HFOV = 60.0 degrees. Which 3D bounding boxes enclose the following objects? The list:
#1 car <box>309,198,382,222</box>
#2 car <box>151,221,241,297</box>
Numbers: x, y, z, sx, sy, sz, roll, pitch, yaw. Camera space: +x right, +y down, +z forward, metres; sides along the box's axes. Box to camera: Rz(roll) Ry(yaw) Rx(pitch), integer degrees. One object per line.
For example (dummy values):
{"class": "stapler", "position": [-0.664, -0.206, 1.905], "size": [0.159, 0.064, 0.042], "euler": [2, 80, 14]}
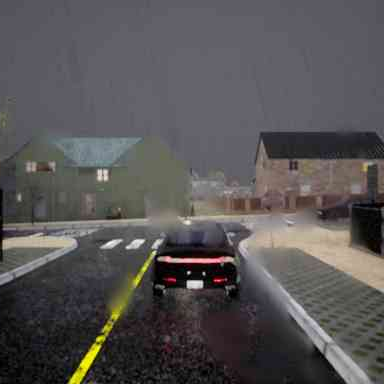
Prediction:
{"class": "car", "position": [10.565, 1.121, 21.772], "size": [5.357, 1.411, 2.033], "euler": [-2, 0, -1]}
{"class": "car", "position": [0.132, 1.494, 8.570], "size": [2.128, 1.511, 4.902], "euler": [0, 0, 2]}
